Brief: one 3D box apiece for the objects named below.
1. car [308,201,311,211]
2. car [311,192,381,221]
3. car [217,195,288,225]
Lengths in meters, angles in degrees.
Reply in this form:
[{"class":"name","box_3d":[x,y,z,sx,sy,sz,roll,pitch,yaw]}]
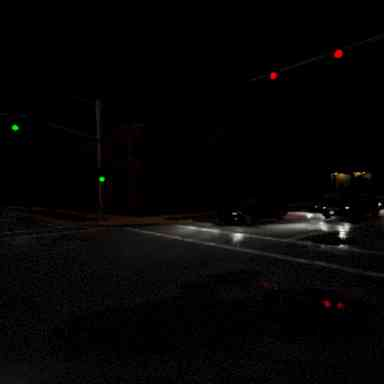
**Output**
[{"class":"car","box_3d":[10.907,0.730,25.780,4.674,1.442,1.812,-2,1,-38]},{"class":"car","box_3d":[9.835,0.826,20.441,4.902,1.511,2.128,-2,1,-39]},{"class":"car","box_3d":[3.711,0.985,20.024,5.008,1.535,1.882,-2,1,-39]}]
